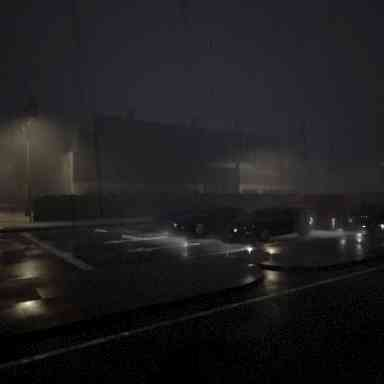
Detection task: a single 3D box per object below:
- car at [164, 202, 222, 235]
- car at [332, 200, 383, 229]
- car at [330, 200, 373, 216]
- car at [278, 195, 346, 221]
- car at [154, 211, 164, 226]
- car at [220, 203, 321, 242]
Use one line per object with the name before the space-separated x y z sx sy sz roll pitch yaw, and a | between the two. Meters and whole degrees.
car | 1.137 1.504 18.758 4.892 1.490 1.837 0 0 -34
car | 11.714 1.491 21.747 4.902 1.511 2.128 0 0 -35
car | 16.032 1.524 33.257 4.674 1.442 1.812 0 0 -35
car | 9.160 1.221 24.235 5.566 2.045 2.150 0 0 -35
car | -0.141 1.477 22.123 5.008 1.535 1.882 0 0 -34
car | 3.970 1.504 16.464 4.892 1.490 1.837 0 0 -34
